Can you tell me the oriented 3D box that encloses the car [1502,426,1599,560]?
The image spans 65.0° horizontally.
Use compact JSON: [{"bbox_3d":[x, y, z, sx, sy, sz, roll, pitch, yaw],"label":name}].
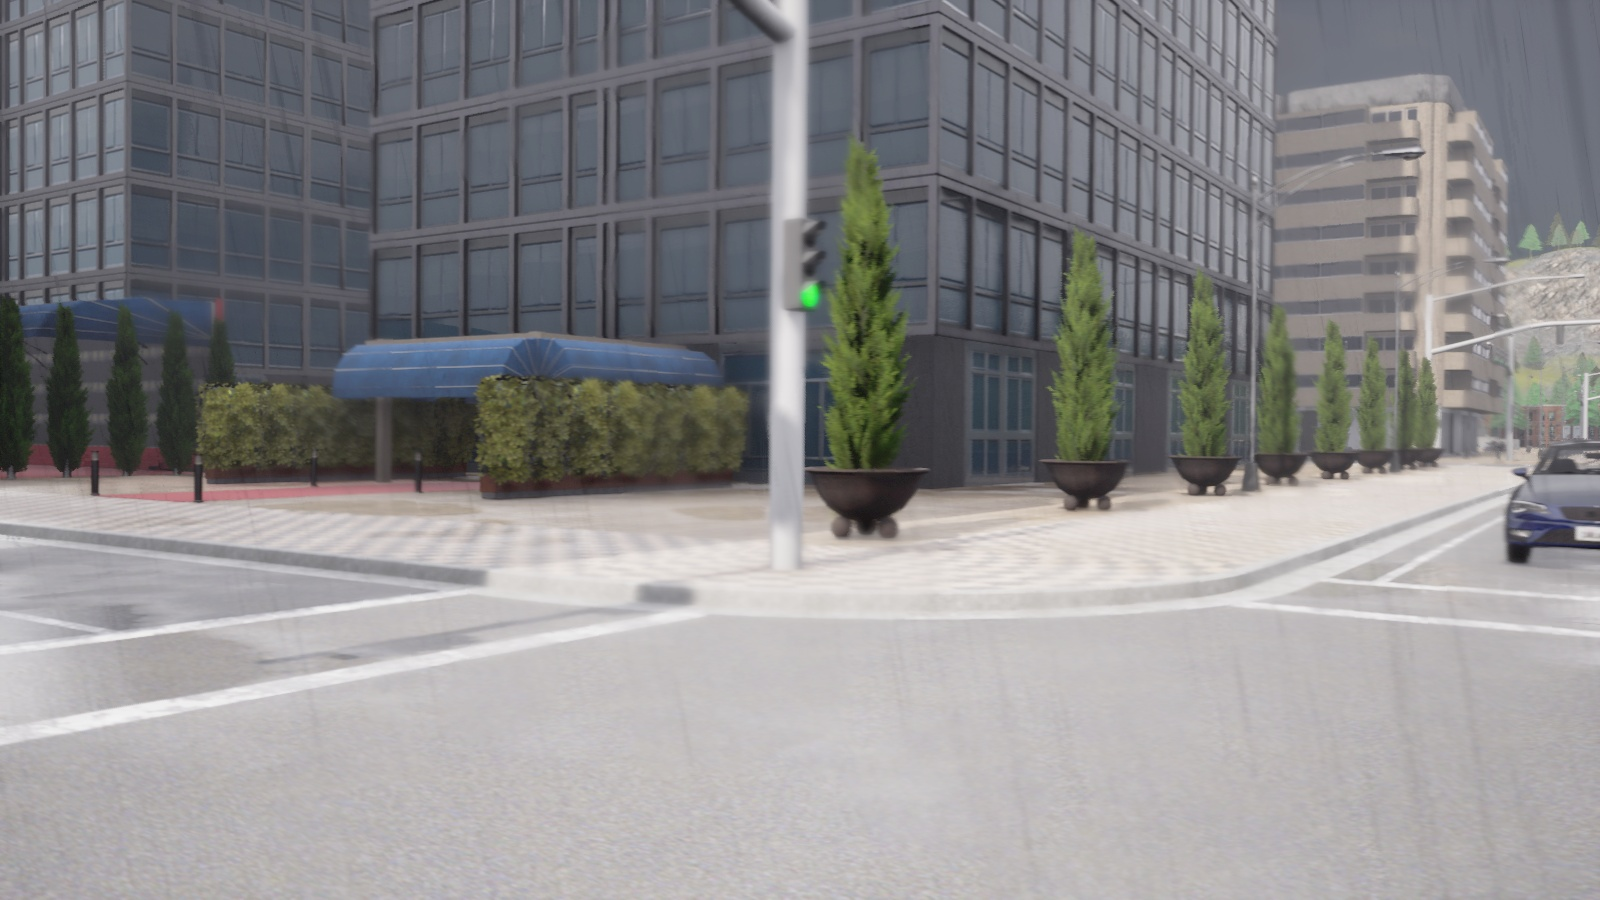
[{"bbox_3d":[9.951,0.442,15.567,1.816,1.474,4.193,0,1,34],"label":"car"}]
